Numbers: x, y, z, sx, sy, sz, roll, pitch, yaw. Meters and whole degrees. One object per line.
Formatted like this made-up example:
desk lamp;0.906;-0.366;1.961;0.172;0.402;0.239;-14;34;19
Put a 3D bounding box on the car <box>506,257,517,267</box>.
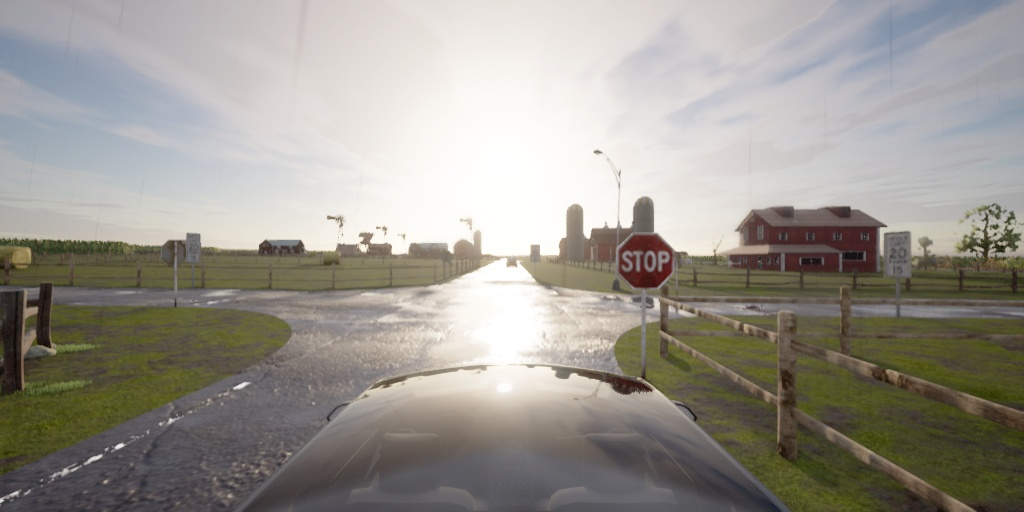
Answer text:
car;-0.037;1.216;61.758;1.895;1.301;4.718;0;0;0
